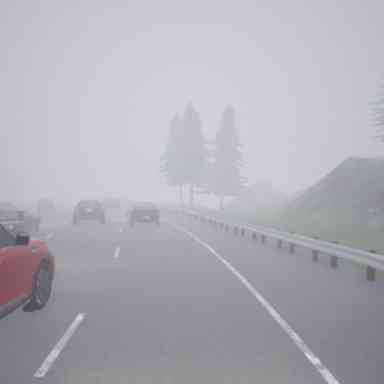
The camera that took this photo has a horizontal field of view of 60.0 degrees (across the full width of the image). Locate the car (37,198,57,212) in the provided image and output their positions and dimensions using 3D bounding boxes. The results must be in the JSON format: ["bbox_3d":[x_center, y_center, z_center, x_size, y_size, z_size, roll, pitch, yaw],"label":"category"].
[{"bbox_3d":[-16.915,1.469,38.654,2.033,1.411,5.357,0,0,-25],"label":"car"}]

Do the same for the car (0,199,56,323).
[{"bbox_3d":[-3.772,1.219,4.496,2.150,2.045,5.566,0,0,-3],"label":"car"}]

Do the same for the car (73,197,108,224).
[{"bbox_3d":[-7.558,1.289,24.430,2.097,1.767,4.553,0,0,-17],"label":"car"}]

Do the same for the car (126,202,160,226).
[{"bbox_3d":[-3.436,1.404,22.914,1.882,1.535,5.008,0,0,-15],"label":"car"}]

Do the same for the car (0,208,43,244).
[{"bbox_3d":[-9.014,1.574,16.649,1.895,1.301,4.718,0,0,-12],"label":"car"}]

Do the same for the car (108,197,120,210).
[{"bbox_3d":[-9.893,1.379,40.014,2.128,1.511,4.902,0,0,-24],"label":"car"}]

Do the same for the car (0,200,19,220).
[{"bbox_3d":[-16.437,1.504,28.906,2.033,1.411,5.357,0,0,-22],"label":"car"}]
